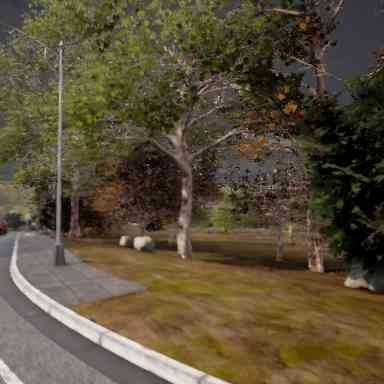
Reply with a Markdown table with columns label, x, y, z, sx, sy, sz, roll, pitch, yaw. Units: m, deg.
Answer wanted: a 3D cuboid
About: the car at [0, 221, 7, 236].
| label | x | y | z | sx | sy | sz | roll | pitch | yaw |
| --- | --- | --- | --- | --- | --- | --- | --- | --- | --- |
| car | -25.287 | 4.830 | 42.529 | 2.128 | 1.511 | 4.902 | 1 | -6 | -27 |
